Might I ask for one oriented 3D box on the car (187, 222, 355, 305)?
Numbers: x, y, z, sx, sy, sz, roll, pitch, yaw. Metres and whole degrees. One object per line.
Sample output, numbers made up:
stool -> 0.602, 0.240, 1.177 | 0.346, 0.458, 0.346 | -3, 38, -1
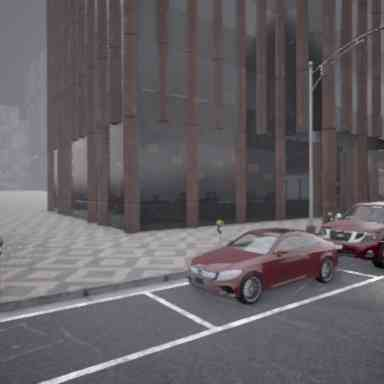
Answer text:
car -> 1.853, 1.552, 7.968 | 4.206, 1.307, 1.802 | 0, 0, -35

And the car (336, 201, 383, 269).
car -> 6.295, 1.258, 11.135 | 5.009, 1.841, 2.192 | 0, 0, -35
